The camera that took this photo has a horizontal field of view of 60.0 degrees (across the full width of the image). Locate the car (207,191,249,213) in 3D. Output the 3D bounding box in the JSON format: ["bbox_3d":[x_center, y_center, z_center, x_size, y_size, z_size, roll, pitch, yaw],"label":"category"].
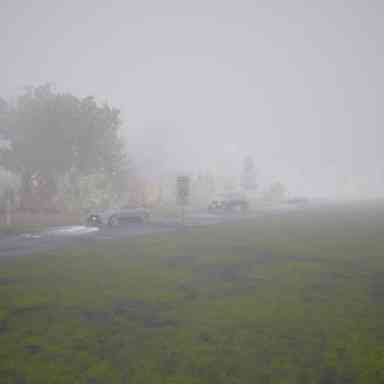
[{"bbox_3d":[3.700,0.947,33.031,2.150,2.045,5.566,0,1,37],"label":"car"}]

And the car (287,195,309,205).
[{"bbox_3d":[15.626,1.159,48.952,1.895,1.301,4.718,0,1,37],"label":"car"}]

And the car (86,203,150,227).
[{"bbox_3d":[-4.728,1.410,21.674,1.994,1.385,4.181,0,1,36],"label":"car"}]
